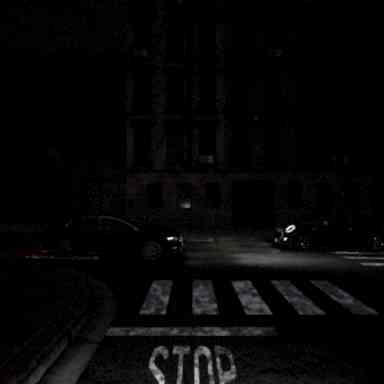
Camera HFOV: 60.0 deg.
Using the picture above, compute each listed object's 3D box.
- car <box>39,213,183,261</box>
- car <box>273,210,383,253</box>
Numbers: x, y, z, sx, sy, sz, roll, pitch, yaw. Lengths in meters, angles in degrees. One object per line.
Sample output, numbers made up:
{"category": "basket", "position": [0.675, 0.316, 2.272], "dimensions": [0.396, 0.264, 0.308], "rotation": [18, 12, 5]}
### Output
{"category": "car", "position": [-2.792, 1.511, 11.822], "dimensions": [4.902, 1.511, 2.128], "rotation": [1, -1, 0]}
{"category": "car", "position": [6.002, 1.595, 14.738], "dimensions": [4.553, 1.767, 2.097], "rotation": [1, -1, 0]}
